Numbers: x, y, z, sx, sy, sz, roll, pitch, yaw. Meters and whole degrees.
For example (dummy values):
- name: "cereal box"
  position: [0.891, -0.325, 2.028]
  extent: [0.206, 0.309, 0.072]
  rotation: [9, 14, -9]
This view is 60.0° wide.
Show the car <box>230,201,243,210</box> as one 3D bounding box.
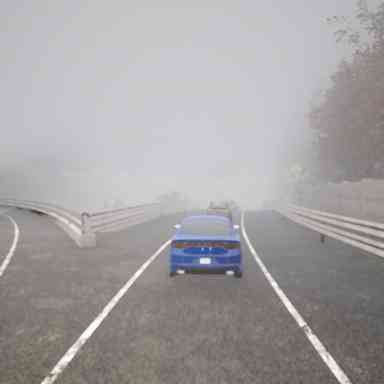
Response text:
- name: "car"
  position: [8.590, 2.636, 64.374]
  extent: [2.128, 1.511, 4.902]
  rotation: [0, -4, 11]

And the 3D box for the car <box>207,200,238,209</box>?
- name: "car"
  position: [2.096, 1.431, 24.688]
  extent: [2.128, 1.511, 4.902]
  rotation: [0, 0, 8]

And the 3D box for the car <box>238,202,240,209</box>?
- name: "car"
  position: [4.271, 1.588, 39.224]
  extent: [2.033, 1.411, 5.357]
  rotation: [0, -1, 10]

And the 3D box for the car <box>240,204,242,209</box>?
- name: "car"
  position: [6.822, 2.172, 54.608]
  extent: [1.895, 1.301, 4.718]
  rotation: [0, -3, 10]

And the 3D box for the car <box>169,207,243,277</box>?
- name: "car"
  position: [0.452, 1.452, 10.218]
  extent: [1.882, 1.535, 5.008]
  rotation: [0, 0, 3]
